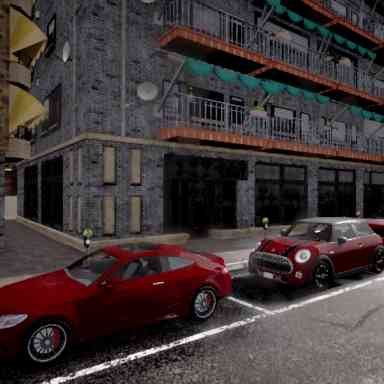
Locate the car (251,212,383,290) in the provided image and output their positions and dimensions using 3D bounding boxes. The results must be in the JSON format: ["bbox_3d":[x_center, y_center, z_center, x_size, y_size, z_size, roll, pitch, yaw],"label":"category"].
[{"bbox_3d":[3.423,1.443,9.016,4.097,1.590,1.967,0,0,-36],"label":"car"}]

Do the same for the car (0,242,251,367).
[{"bbox_3d":[-1.180,1.582,5.718,4.206,1.307,1.802,0,0,-36],"label":"car"}]

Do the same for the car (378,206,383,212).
[{"bbox_3d":[8.028,1.322,12.315,5.009,1.841,2.192,0,0,-36],"label":"car"}]
